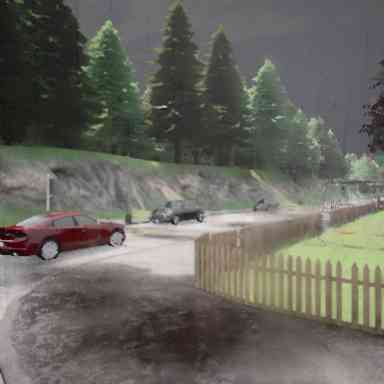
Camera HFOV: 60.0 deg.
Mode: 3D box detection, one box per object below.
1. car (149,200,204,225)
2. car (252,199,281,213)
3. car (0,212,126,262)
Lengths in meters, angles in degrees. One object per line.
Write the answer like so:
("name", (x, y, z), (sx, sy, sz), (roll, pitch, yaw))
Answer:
("car", (-1.077, 1.386, 24.333), (2.097, 1.767, 4.553), (0, 0, 36))
("car", (8.530, 1.541, 37.748), (1.837, 1.490, 4.892), (0, -1, 36))
("car", (-4.659, 1.502, 12.542), (1.882, 1.535, 5.008), (-1, -1, 32))
